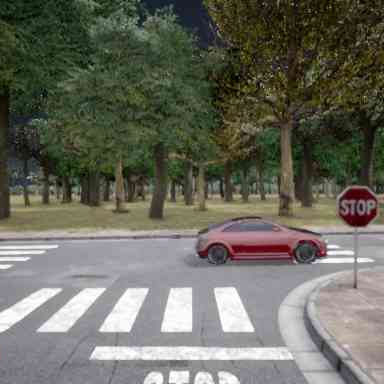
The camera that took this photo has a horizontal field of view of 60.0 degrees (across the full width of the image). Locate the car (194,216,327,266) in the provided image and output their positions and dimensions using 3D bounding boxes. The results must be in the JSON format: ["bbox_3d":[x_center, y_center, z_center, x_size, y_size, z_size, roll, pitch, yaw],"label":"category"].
[{"bbox_3d":[2.154,1.504,10.911,4.181,1.385,1.994,-1,1,0],"label":"car"}]
